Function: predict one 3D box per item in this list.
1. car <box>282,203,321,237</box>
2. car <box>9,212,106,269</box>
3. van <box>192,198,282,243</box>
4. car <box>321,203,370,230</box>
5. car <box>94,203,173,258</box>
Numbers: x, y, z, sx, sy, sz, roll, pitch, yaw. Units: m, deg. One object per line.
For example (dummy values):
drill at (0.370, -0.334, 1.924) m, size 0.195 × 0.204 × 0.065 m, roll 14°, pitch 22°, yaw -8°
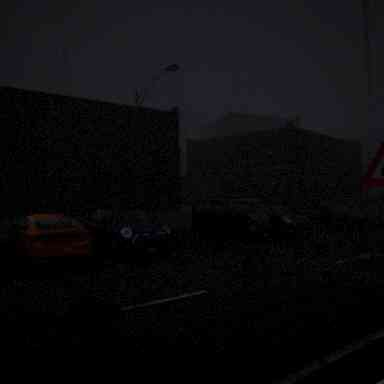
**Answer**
car at (4.167, 1.355, 17.961) m, size 2.185 × 1.767 × 4.553 m, roll 0°, pitch 0°, yaw -35°
car at (-4.971, 1.486, 11.403) m, size 2.097 × 1.535 × 5.008 m, roll 0°, pitch 0°, yaw -35°
van at (1.885, 1.263, 16.153) m, size 1.878 × 1.987 × 4.442 m, roll 0°, pitch 0°, yaw -35°
car at (8.630, 1.484, 21.066) m, size 2.163 × 1.488 × 4.792 m, roll 0°, pitch 0°, yaw -35°
car at (-2.628, 1.363, 13.118) m, size 2.185 × 1.767 × 4.553 m, roll 0°, pitch 0°, yaw -35°
